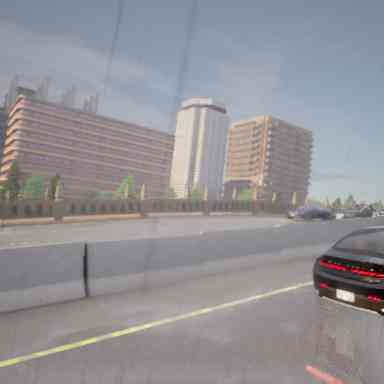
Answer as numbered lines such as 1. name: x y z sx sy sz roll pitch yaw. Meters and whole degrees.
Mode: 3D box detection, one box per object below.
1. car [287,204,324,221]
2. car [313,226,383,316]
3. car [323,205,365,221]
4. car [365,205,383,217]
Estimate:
1. car: 10.064 1.705 28.165 4.674 1.442 1.812 3 -2 -35
2. car: 4.531 1.462 6.925 4.892 1.490 1.837 0 1 -35
3. car: 12.831 1.740 25.828 4.902 1.511 2.128 4 -2 -35
4. car: 14.099 1.572 22.444 4.553 1.767 2.097 4 -2 -35
